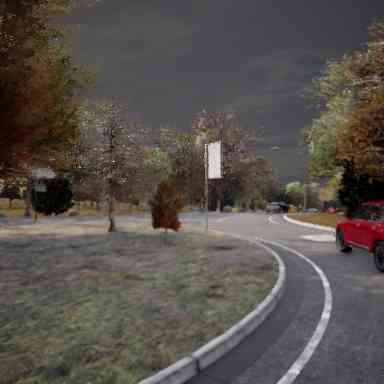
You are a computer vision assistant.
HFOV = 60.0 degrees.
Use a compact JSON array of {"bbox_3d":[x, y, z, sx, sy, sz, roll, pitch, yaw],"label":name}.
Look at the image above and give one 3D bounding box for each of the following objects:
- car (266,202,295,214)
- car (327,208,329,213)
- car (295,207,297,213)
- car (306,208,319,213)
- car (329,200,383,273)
[{"bbox_3d":[10.840,1.960,41.671,2.128,1.511,4.902,-1,-2,33],"label":"car"},{"bbox_3d":[30.125,4.201,70.081,2.150,2.045,5.566,-1,-5,35],"label":"car"},{"bbox_3d":[16.081,2.813,55.974,1.882,1.535,5.008,-1,-5,35],"label":"car"},{"bbox_3d":[24.769,4.129,68.474,1.837,1.490,4.892,-1,-5,35],"label":"car"},{"bbox_3d":[6.590,1.280,10.942,2.150,2.045,5.566,0,0,6],"label":"car"}]
